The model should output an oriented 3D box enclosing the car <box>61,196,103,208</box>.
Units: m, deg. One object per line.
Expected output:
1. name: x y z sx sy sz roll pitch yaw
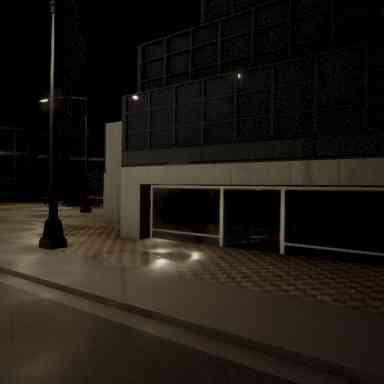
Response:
1. car: -12.850 1.126 39.086 1.895 1.301 4.718 1 1 36
